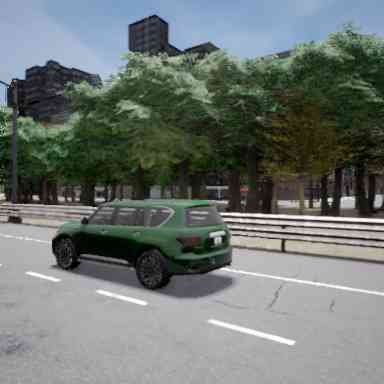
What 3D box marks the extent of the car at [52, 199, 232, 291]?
[{"bbox_3d":[-1.581,1.223,9.299,5.566,2.045,2.150,0,0,36],"label":"car"}]
